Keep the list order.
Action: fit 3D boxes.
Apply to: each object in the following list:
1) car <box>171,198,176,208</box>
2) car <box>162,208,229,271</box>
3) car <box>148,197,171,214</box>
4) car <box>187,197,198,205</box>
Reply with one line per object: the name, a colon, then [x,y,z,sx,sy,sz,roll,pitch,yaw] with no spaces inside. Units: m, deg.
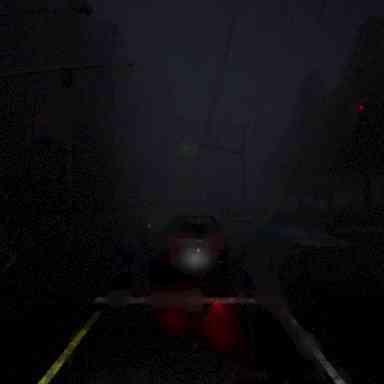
car: [-3.581,1.533,45.874,1.882,1.535,5.008,0,0,0]
car: [0.096,1.504,10.971,2.128,1.511,4.902,0,0,0]
car: [-3.581,1.570,36.584,1.812,1.442,4.674,0,0,-1]
car: [0.107,1.637,60.975,1.994,1.385,4.181,0,0,0]
